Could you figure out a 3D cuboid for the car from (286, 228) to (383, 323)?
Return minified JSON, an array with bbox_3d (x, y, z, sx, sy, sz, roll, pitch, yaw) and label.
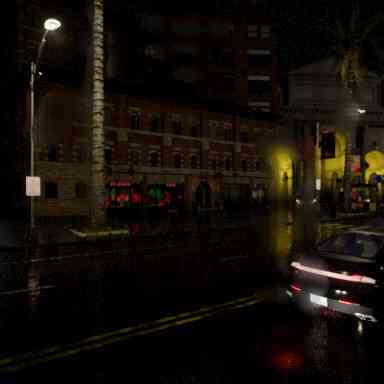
[{"bbox_3d":[3.982,1.492,6.652,4.902,1.511,2.128,0,0,-35],"label":"car"}]
